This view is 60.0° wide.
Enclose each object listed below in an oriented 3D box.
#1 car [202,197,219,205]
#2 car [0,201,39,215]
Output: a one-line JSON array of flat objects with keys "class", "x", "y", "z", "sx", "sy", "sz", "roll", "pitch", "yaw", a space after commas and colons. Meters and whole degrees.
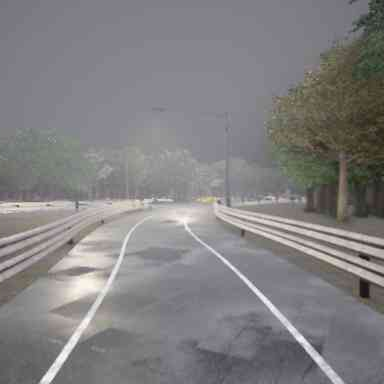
[{"class": "car", "x": 3.966, "y": 1.761, "z": 69.544, "sx": 1.882, "sy": 1.535, "sz": 5.008, "roll": -1, "pitch": -1, "yaw": 37}, {"class": "car", "x": -19.940, "y": 1.715, "z": 37.937, "sx": 2.128, "sy": 1.511, "sz": 4.902, "roll": -1, "pitch": -1, "yaw": 37}]
